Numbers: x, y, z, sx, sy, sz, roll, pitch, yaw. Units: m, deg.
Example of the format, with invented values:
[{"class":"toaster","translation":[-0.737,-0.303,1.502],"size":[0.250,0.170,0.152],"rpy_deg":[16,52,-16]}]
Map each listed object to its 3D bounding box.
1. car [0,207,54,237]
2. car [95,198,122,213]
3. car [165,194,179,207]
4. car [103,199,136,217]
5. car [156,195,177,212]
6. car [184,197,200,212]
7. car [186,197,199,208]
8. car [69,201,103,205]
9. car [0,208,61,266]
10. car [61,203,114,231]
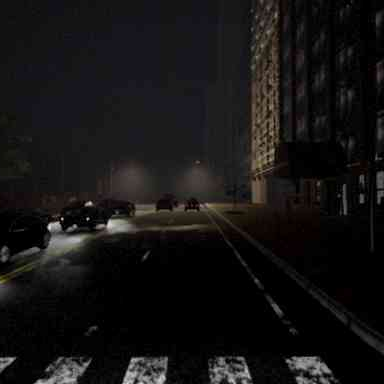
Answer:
[{"class":"car","translation":[-9.815,1.602,18.968],"size":[1.895,1.301,4.718],"rpy_deg":[0,0,1]},{"class":"car","translation":[-9.736,1.524,39.273],"size":[1.882,1.535,5.008],"rpy_deg":[0,0,0]},{"class":"car","translation":[-3.232,1.311,50.487],"size":[2.150,2.045,5.566],"rpy_deg":[0,0,0]},{"class":"car","translation":[-6.489,1.514,31.331],"size":[2.128,1.511,4.902],"rpy_deg":[0,0,0]},{"class":"car","translation":[-3.236,1.526,40.035],"size":[1.882,1.535,5.008],"rpy_deg":[0,0,0]},{"class":"car","translation":[0.014,1.595,40.033],"size":[2.033,1.411,5.357],"rpy_deg":[0,0,0]},{"class":"car","translation":[0.018,1.566,50.472],"size":[1.882,1.535,5.008],"rpy_deg":[0,0,0]},{"class":"car","translation":[-9.750,1.509,28.999],"size":[2.128,1.511,4.902],"rpy_deg":[0,0,0]},{"class":"car","translation":[-6.583,1.501,11.604],"size":[1.837,1.490,4.892],"rpy_deg":[0,0,0]},{"class":"car","translation":[-6.557,1.604,20.860],"size":[1.895,1.301,4.718],"rpy_deg":[0,0,1]}]
